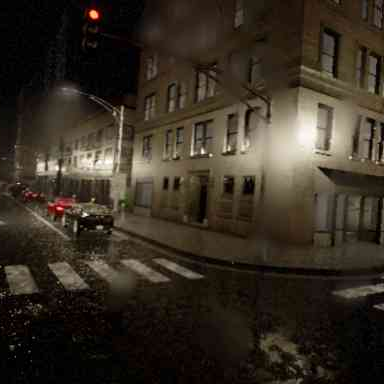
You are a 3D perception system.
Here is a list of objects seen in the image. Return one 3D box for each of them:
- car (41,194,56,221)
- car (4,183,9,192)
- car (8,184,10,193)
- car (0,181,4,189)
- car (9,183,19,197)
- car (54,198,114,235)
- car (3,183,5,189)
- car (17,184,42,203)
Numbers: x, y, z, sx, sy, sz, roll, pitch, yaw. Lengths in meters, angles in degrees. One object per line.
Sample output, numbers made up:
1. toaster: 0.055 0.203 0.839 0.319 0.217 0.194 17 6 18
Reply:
1. car: -8.120 1.055 21.091 1.802 1.307 4.206 4 0 -32
2. car: -32.044 -0.577 59.705 1.947 1.339 4.313 4 0 -32
3. car: -26.063 -0.173 50.052 1.947 1.339 4.313 4 0 -32
4. car: -44.005 -1.415 79.013 1.887 1.381 4.507 4 0 -32
5. car: -23.055 -0.221 45.225 2.192 1.841 5.009 4 0 -32
6. car: -5.127 1.225 16.264 2.008 1.369 4.403 4 0 -32
7. car: -35.121 -0.826 64.676 1.752 1.417 4.829 4 0 -32
8. car: -17.082 0.308 35.571 1.967 1.590 4.097 4 0 -32
